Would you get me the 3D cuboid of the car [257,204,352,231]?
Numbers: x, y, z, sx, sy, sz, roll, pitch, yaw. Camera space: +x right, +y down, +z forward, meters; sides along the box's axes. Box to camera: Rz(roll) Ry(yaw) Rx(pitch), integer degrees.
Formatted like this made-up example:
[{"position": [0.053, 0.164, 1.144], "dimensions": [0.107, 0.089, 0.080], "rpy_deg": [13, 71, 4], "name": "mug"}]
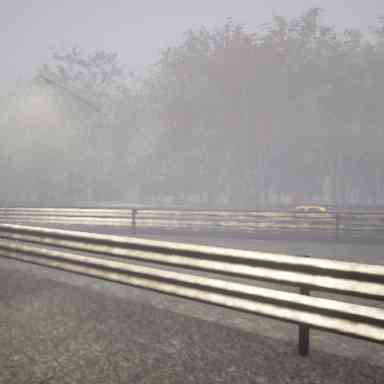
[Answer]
[{"position": [6.687, 1.517, 20.188], "dimensions": [5.366, 1.575, 1.801], "rpy_deg": [0, 0, 18], "name": "car"}]
